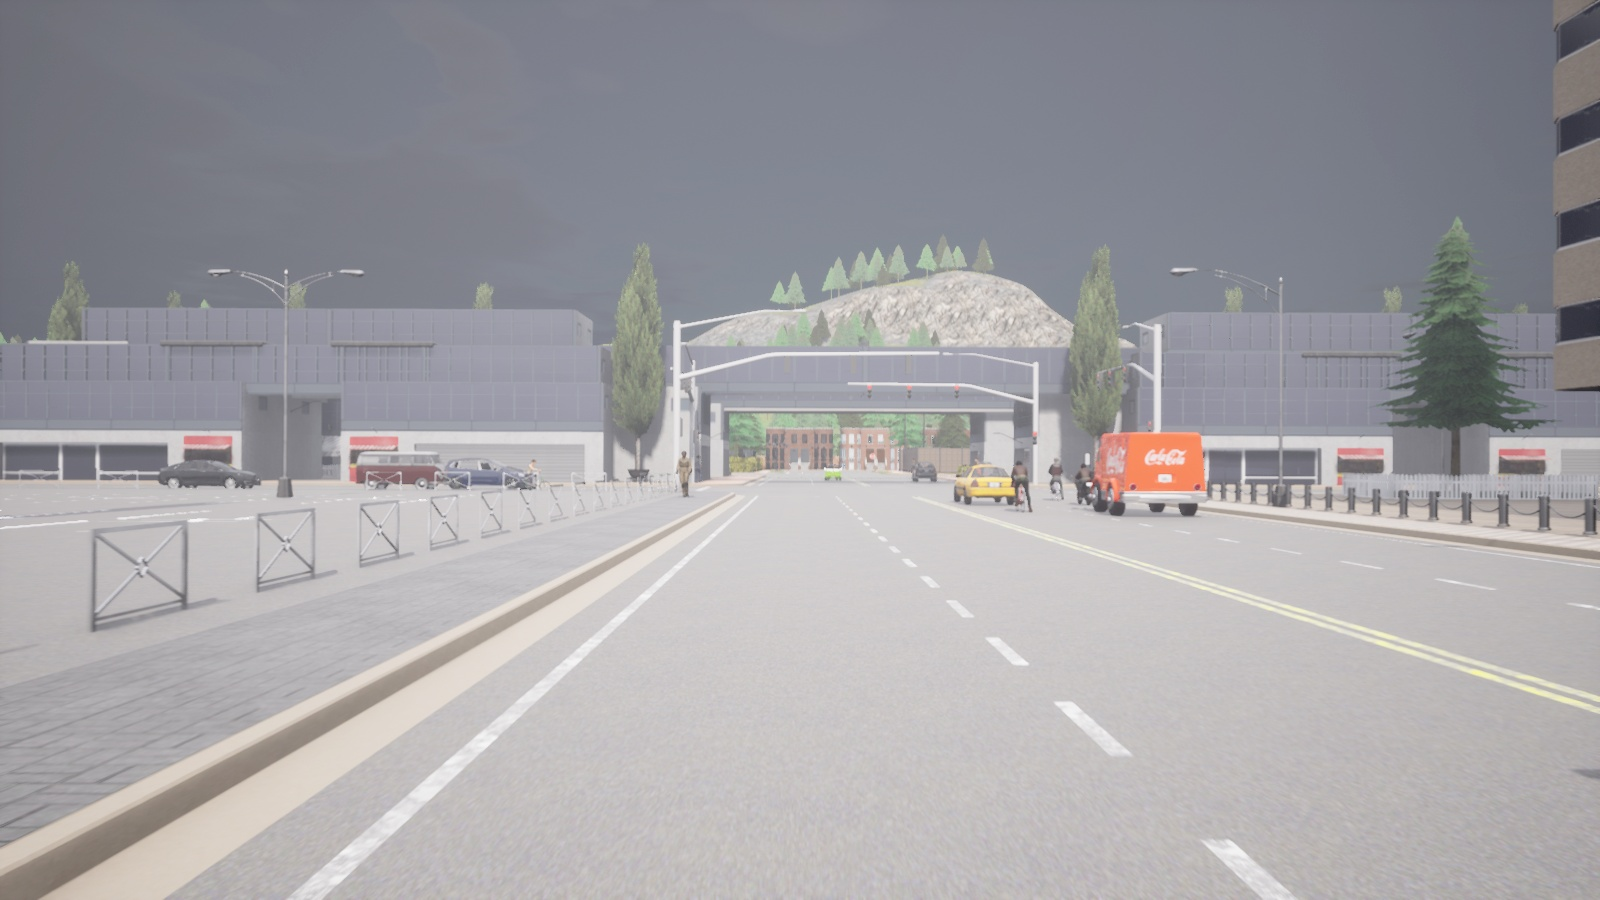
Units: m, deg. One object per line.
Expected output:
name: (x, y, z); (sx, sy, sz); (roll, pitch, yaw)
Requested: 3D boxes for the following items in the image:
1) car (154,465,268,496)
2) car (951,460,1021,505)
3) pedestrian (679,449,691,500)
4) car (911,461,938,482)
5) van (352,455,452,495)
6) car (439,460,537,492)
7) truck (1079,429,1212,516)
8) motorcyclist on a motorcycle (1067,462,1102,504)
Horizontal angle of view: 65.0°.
car: (-29.650, 1.538, 63.263); (4.892, 1.490, 1.837); (0, -1, 2)
car: (6.892, 1.173, 46.947); (1.801, 1.575, 5.366); (0, -1, 0)
pedestrian: (-4.402, 0.949, 48.129); (0.396, 1.930, 0.692); (0, -1, -1)
car: (9.692, 1.678, 98.086); (1.789, 1.549, 3.705); (0, 0, 0)
van: (-19.923, 1.245, 63.008); (4.442, 1.987, 1.775); (0, -1, 1)
car: (-16.462, 1.354, 66.428); (4.611, 1.667, 2.242); (0, -1, 1)
truck: (10.407, 0.653, 38.365); (2.627, 2.467, 5.204); (0, -1, 0)
motorcyclist on a motorcycle: (10.393, 1.193, 45.974); (0.797, 1.523, 2.044); (0, -1, 0)
